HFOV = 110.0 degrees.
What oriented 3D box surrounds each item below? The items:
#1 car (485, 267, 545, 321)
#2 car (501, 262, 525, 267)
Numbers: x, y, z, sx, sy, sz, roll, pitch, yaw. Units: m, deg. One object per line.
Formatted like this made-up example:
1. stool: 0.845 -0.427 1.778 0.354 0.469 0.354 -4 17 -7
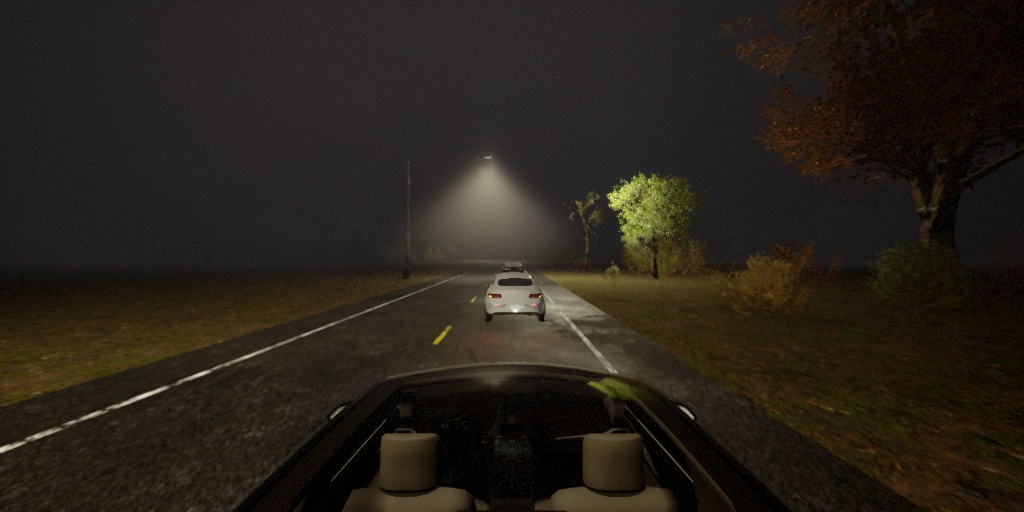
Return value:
1. car: 0.096 1.275 12.345 1.812 1.442 4.674 0 0 0
2. car: 0.089 1.233 30.114 2.128 1.511 4.902 0 0 0
